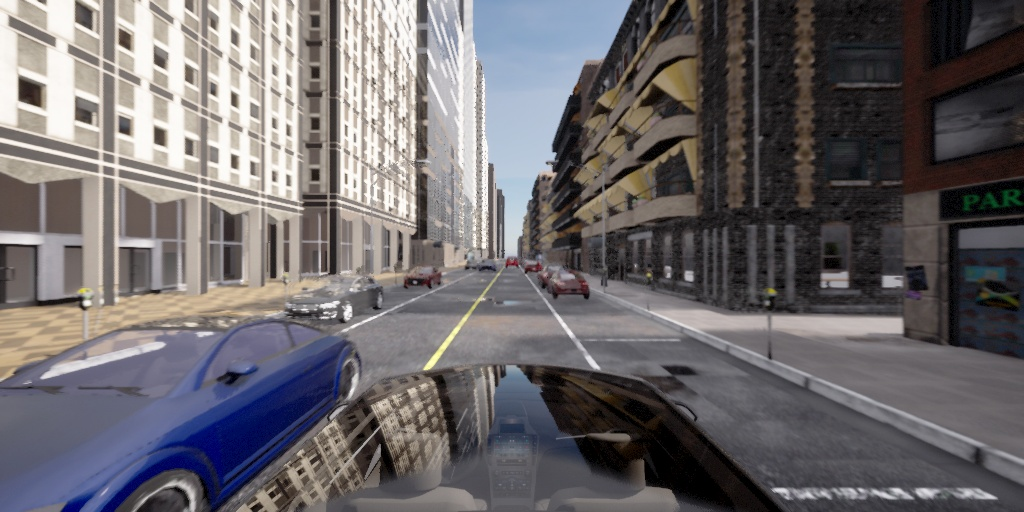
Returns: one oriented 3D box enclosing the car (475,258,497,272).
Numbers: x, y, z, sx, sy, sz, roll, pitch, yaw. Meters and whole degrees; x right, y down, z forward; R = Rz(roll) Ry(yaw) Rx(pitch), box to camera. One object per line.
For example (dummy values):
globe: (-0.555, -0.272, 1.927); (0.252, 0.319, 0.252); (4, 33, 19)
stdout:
car: (-3.069, 1.125, 45.389); (2.097, 1.767, 4.553); (0, 0, 0)

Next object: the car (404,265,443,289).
car: (-5.685, 1.304, 23.305); (1.888, 1.381, 4.507); (0, 0, 0)

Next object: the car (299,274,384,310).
car: (-5.687, 1.304, 12.007); (2.007, 1.370, 4.403); (0, 0, 0)

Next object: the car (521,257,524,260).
car: (2.705, 1.340, 62.842); (2.007, 1.370, 4.403); (0, 0, 0)

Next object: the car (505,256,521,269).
car: (0.014, 1.005, 59.358); (2.150, 2.045, 5.566); (0, 0, 0)

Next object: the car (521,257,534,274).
car: (2.370, 1.247, 40.959); (1.882, 1.535, 5.008); (0, 0, 0)

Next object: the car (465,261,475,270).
car: (-5.678, 1.344, 51.547); (1.948, 1.339, 4.313); (0, 0, 0)

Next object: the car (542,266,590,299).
car: (2.695, 1.338, 17.654); (1.802, 1.307, 4.207); (0, 0, 0)

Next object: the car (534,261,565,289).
car: (2.696, 1.199, 23.303); (1.967, 1.591, 4.097); (0, 0, 0)

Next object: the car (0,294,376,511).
car: (-3.101, 1.314, 3.366); (1.994, 1.385, 4.181); (0, 0, 0)
